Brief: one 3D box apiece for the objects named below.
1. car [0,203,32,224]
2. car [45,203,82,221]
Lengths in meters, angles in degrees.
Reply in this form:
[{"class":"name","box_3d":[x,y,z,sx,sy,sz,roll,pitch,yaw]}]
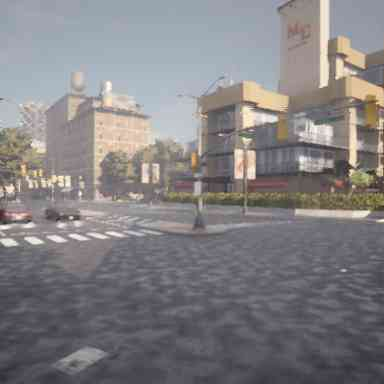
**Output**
[{"class":"car","box_3d":[-13.492,1.546,25.352,1.812,1.442,4.674,0,0,-34]},{"class":"car","box_3d":[-10.761,1.586,27.539,2.033,1.411,5.357,0,0,-36]}]
